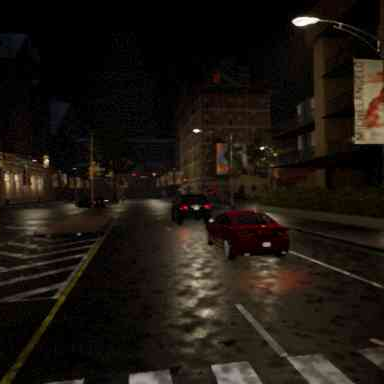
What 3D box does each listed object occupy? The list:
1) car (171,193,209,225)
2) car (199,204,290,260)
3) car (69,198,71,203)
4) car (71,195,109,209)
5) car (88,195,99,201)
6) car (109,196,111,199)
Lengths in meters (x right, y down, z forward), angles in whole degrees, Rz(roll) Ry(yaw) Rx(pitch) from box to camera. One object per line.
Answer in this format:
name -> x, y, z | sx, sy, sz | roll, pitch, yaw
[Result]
car -> -0.168, 1.132, 23.615 | 2.150, 2.045, 5.566 | -1, 0, -10
car -> 1.785, 1.395, 12.217 | 1.882, 1.535, 5.008 | -1, 0, -10
car -> -28.503, 1.826, 80.557 | 1.895, 1.301, 4.718 | -1, 0, -10
car -> -14.016, 1.441, 45.793 | 4.553, 1.767, 2.097 | -1, 0, 38
car -> -27.102, 1.688, 91.639 | 2.128, 1.511, 4.902 | -1, 0, -10
car -> -23.721, 1.645, 92.636 | 1.994, 1.385, 4.181 | -1, 0, -10
